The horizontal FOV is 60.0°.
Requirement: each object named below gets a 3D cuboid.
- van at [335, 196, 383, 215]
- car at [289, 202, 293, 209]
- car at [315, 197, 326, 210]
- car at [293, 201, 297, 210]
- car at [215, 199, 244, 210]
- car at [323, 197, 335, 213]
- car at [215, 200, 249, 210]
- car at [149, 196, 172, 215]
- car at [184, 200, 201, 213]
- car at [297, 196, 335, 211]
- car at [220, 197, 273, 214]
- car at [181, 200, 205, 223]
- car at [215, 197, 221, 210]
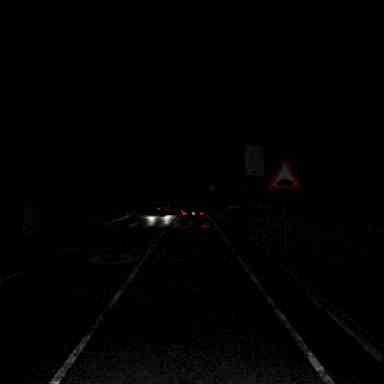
[{"bbox_3d":[18.426,1.428,36.062,4.442,1.987,1.878,0,-1,0],"label":"van"},{"bbox_3d":[18.354,1.824,52.694,5.566,2.045,2.435,0,-2,-1],"label":"car"},{"bbox_3d":[18.684,1.760,41.515,5.366,1.575,1.946,0,-1,0],"label":"car"},{"bbox_3d":[18.410,1.992,50.019,4.892,1.521,2.231,0,-2,-1],"label":"car"},{"bbox_3d":[6.119,2.012,54.702,4.553,1.767,2.185,0,-2,-1],"label":"car"},{"bbox_3d":[18.705,1.704,38.854,5.366,1.575,1.946,0,-1,0],"label":"car"},{"bbox_3d":[6.131,2.040,51.664,5.008,1.535,2.097,0,-2,-1],"label":"car"},{"bbox_3d":[-3.381,1.400,36.392,2.150,2.045,5.566,0,-1,-1],"label":"car"},{"bbox_3d":[0.042,1.816,42.921,2.128,1.511,4.902,0,-2,0],"label":"car"},{"bbox_3d":[18.423,1.655,47.235,5.566,2.045,2.435,0,-2,-1],"label":"car"},{"bbox_3d":[6.085,1.658,36.605,5.366,1.575,1.946,0,-1,0],"label":"car"},{"bbox_3d":[0.095,1.602,26.180,2.033,1.411,5.357,0,0,0],"label":"car"},{"bbox_3d":[6.192,1.697,48.756,5.566,2.045,2.435,0,-2,-1],"label":"car"}]
